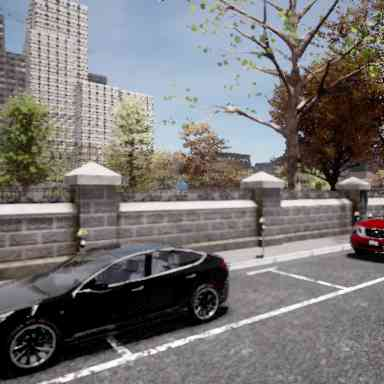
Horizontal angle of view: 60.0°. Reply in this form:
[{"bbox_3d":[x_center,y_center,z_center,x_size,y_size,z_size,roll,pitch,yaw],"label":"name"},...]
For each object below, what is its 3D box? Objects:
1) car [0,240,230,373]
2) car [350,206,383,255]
[{"bbox_3d":[-1.267,1.569,5.656,4.313,1.339,1.947,0,0,-36],"label":"car"},{"bbox_3d":[7.899,1.335,12.196,5.009,1.841,2.192,0,0,-36],"label":"car"}]
